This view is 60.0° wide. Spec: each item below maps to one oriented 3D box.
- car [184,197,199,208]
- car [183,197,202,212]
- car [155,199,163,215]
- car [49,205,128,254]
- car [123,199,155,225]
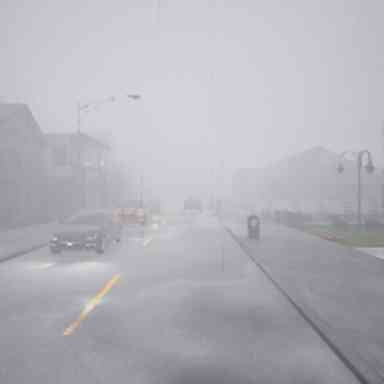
[{"bbox_3d":[-0.009,1.462,48.980,2.128,1.511,4.902,0,0,0],"label":"car"},{"bbox_3d":[0.097,1.329,38.807,2.097,1.767,4.553,0,0,0],"label":"car"},{"bbox_3d":[-4.063,1.457,33.698,1.882,1.535,5.008,0,0,0],"label":"car"},{"bbox_3d":[-4.101,1.496,13.583,1.837,1.490,4.892,0,0,0],"label":"car"},{"bbox_3d":[-4.096,1.337,23.625,2.097,1.767,4.553,0,0,0],"label":"car"}]
